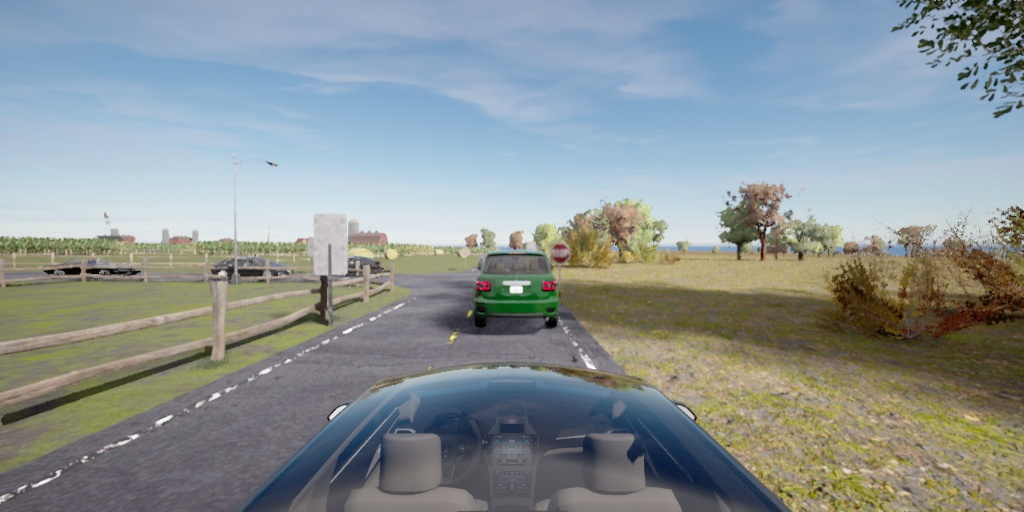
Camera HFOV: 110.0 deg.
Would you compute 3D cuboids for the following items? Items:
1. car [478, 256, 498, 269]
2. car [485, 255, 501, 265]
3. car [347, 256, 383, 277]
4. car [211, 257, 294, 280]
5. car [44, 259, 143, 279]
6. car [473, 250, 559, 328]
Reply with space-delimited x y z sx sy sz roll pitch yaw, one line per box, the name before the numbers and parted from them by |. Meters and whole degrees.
car | -2.745 0.700 41.775 1.994 1.385 4.181 0 1 2
car | -2.722 0.529 52.352 2.033 1.411 5.357 0 1 0
car | -12.319 0.770 27.064 4.892 1.490 1.837 1 0 4
car | -17.355 0.811 24.141 4.892 1.490 1.837 0 1 0
car | -27.902 0.836 24.054 4.718 1.301 1.895 0 1 0
car | 0.113 0.825 10.969 2.150 2.045 5.566 0 1 0
